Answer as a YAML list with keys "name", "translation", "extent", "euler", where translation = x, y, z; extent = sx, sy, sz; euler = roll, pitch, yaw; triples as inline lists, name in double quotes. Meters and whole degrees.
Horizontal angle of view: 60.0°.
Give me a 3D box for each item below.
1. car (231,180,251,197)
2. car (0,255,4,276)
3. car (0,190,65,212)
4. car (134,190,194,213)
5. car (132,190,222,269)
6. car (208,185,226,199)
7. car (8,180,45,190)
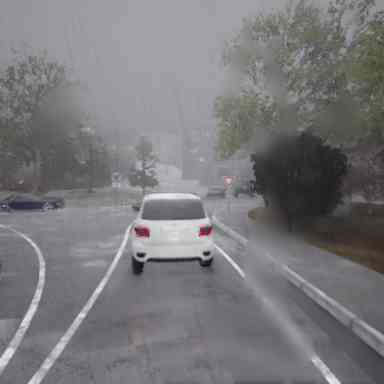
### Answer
- name: "car"
  translation: [6.368, -0.530, 42.937]
  extent: [2.150, 2.045, 5.566]
  euler: [0, 3, 0]
- name: "car"
  translation: [-4.487, 1.493, 5.112]
  extent: [2.033, 1.411, 5.357]
  euler: [0, 1, -16]
- name: "car"
  translation: [-11.982, 0.765, 24.546]
  extent: [4.718, 1.301, 1.895]
  euler: [0, 3, -8]
- name: "car"
  translation: [-2.146, 0.670, 25.721]
  extent: [4.181, 1.385, 1.994]
  euler: [-2, 4, -37]
- name: "car"
  translation: [-0.693, 1.015, 10.648]
  extent: [2.150, 2.045, 5.566]
  euler: [0, 2, -6]
- name: "car"
  translation: [2.918, -0.085, 39.584]
  extent: [2.128, 1.511, 4.902]
  euler: [1, 3, 10]
- name: "car"
  translation: [-27.488, -1.039, 55.475]
  extent: [5.566, 2.045, 2.150]
  euler: [-2, 3, -44]
